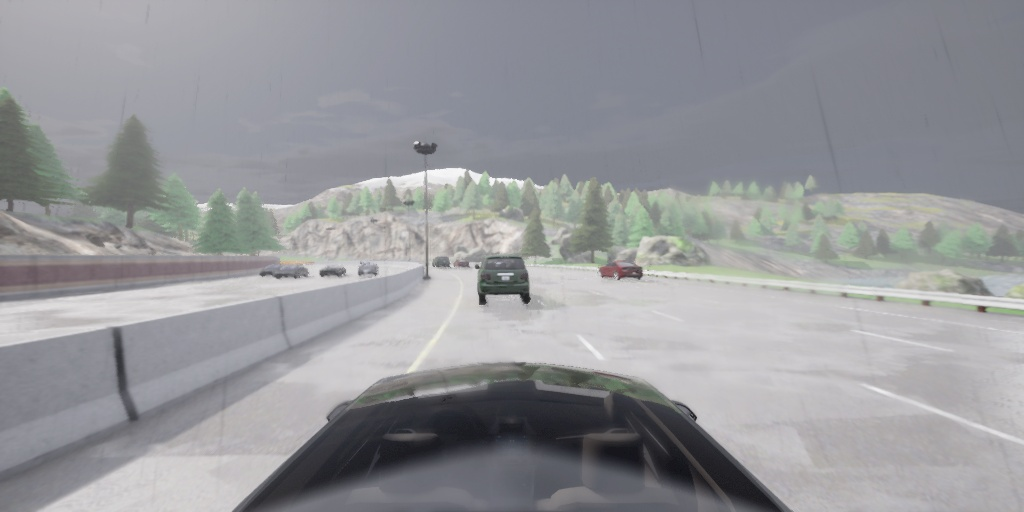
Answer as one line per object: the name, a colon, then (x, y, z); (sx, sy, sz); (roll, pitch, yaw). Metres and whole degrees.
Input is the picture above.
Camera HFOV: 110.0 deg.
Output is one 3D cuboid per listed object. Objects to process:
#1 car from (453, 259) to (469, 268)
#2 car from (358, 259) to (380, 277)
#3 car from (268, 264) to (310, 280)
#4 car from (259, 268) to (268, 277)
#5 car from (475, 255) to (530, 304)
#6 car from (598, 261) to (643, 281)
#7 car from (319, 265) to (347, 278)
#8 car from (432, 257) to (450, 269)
car: (-9.030, 1.337, 63.545); (1.882, 1.535, 5.008); (0, 0, -23)
car: (-15.519, 1.434, 39.031); (2.128, 1.511, 4.902); (-1, 0, -15)
car: (-21.906, 1.569, 35.887); (2.033, 1.411, 5.357); (-1, 0, -14)
car: (-26.969, 1.632, 41.041); (2.033, 1.411, 5.357); (-1, 0, -16)
car: (-0.519, 0.977, 16.761); (2.150, 2.045, 5.566); (0, 0, -6)
car: (8.535, 1.120, 28.618); (1.882, 1.535, 5.008); (0, 0, -10)
car: (-18.797, 1.584, 37.792); (1.895, 1.301, 4.718); (-1, 0, -15)
car: (-12.578, 1.125, 63.391); (2.150, 2.045, 5.566); (0, 0, -24)
